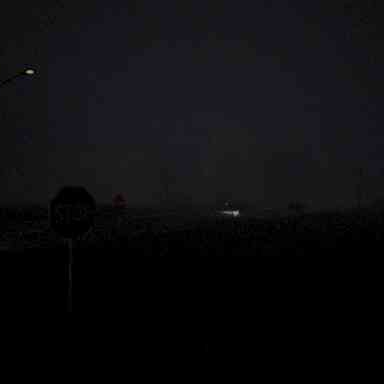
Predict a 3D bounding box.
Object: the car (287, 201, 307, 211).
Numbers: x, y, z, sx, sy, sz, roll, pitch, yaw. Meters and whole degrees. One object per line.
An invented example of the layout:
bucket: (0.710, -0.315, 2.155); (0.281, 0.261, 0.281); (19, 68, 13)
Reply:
car: (16.261, 2.194, 51.438); (1.837, 1.490, 4.892); (1, 0, 36)

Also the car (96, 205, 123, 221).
car: (-8.151, 1.860, 29.585); (1.994, 1.385, 4.181); (1, 0, 36)

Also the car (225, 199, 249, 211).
car: (6.890, 1.842, 50.412); (2.097, 1.767, 4.553); (1, -1, 36)
